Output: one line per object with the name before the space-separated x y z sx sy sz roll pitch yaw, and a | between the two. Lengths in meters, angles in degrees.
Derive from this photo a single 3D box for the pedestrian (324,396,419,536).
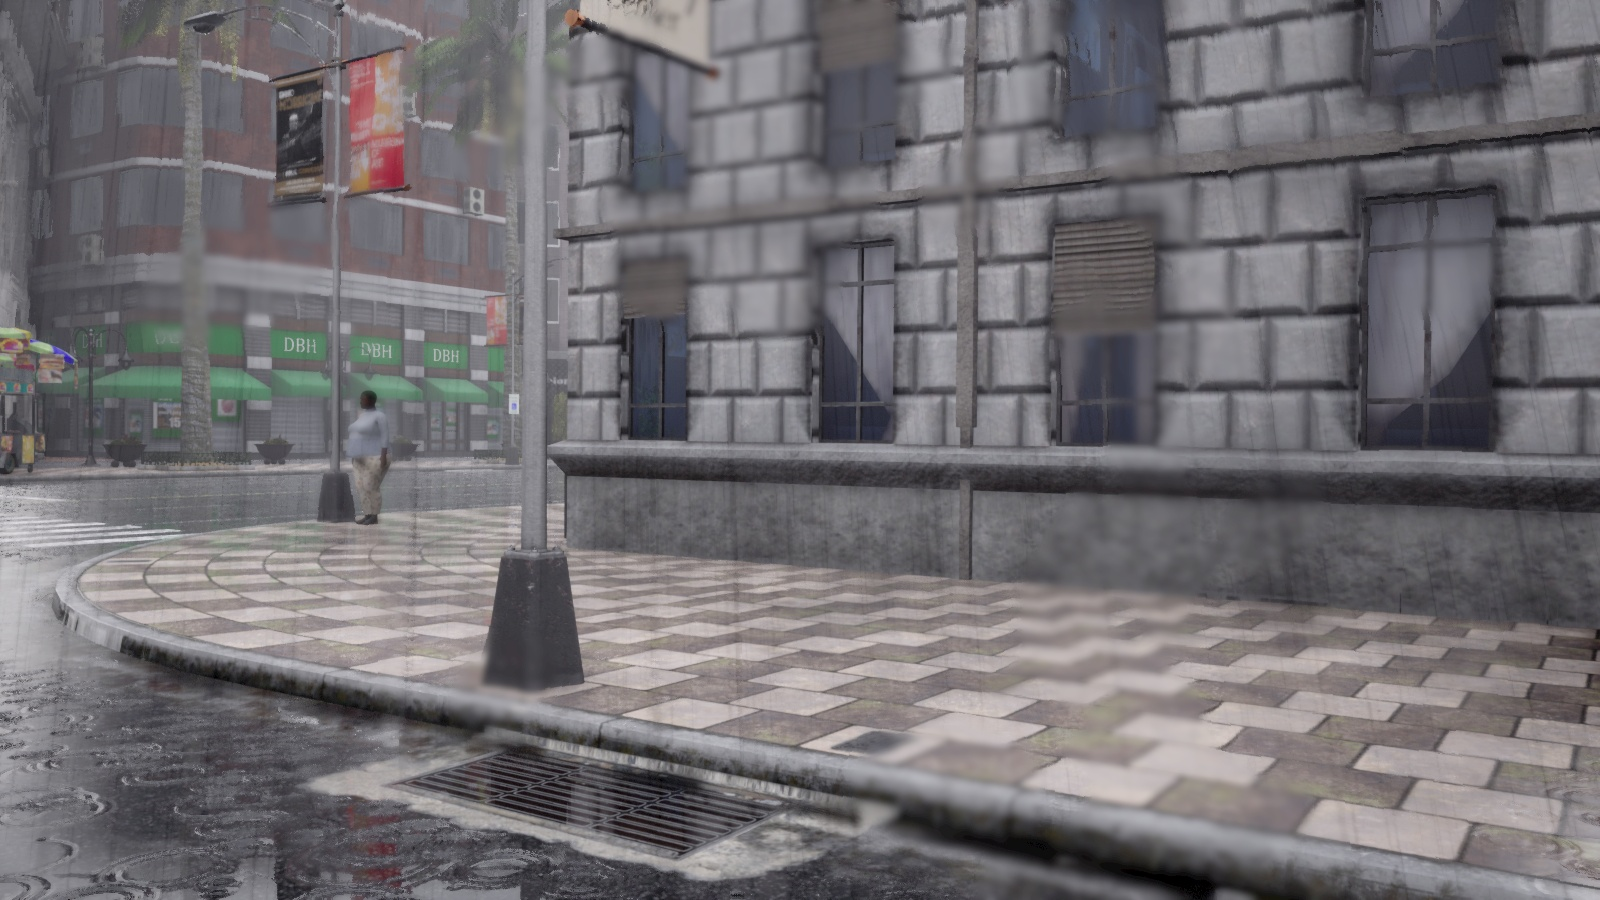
pedestrian | -5.903 0.205 17.316 0.874 1.855 0.900 0 1 42
